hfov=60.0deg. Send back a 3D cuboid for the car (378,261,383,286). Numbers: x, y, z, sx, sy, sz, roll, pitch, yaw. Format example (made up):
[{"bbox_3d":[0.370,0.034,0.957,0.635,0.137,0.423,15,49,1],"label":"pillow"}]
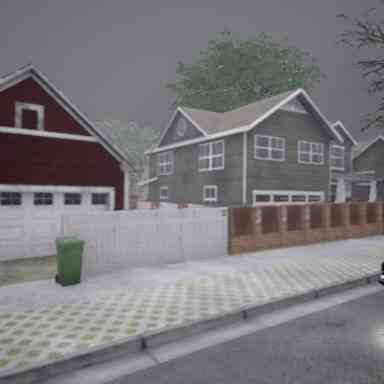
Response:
[{"bbox_3d":[6.027,1.578,7.076,4.718,1.301,1.895,0,0,-33],"label":"car"}]
